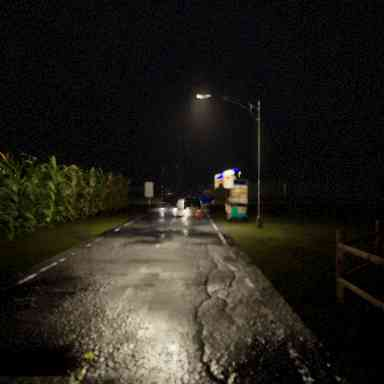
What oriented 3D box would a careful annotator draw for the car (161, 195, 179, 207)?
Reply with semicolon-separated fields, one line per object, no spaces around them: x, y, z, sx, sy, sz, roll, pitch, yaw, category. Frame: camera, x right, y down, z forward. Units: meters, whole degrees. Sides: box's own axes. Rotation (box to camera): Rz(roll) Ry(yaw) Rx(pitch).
-2.737;1.183;42.000;1.837;1.490;4.892;0;1;0;car

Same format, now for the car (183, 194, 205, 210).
0.033;1.156;37.447;2.128;1.511;4.902;0;1;0;car

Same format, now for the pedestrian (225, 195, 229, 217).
2.833;1.054;26.924;0.375;1.860;0.375;-1;1;-3;pedestrian

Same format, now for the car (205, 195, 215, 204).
1.384;1.054;48.172;1.882;1.535;5.008;0;0;38;car

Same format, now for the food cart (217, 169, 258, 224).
3.158;0.253;24.084;2.280;3.560;4.660;1;1;0;food cart
